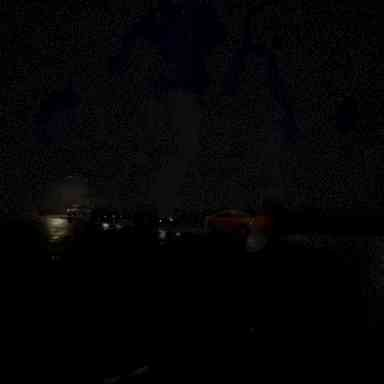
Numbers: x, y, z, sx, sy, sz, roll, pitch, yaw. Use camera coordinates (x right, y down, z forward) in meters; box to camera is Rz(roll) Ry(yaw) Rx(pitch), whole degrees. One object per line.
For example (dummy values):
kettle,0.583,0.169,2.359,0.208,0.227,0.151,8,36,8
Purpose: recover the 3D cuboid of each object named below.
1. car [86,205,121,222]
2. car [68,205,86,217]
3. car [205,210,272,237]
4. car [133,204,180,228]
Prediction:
car,-10.498,2.523,40.111,2.150,2.045,5.566,1,-3,-35
car,-20.253,3.339,58.883,2.150,2.045,5.566,1,-3,-36
car,2.828,1.932,21.329,1.882,1.535,5.008,1,-3,-35
car,-3.323,2.063,30.010,2.150,2.045,5.566,1,-3,-36
